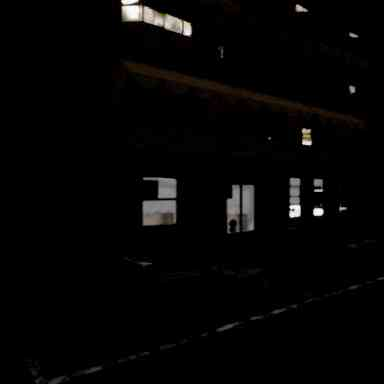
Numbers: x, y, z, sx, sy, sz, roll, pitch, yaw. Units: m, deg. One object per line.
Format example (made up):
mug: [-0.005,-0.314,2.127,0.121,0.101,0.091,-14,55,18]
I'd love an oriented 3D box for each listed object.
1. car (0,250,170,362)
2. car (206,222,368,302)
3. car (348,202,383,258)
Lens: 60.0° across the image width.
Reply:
car: [-2.315,1.581,4.909,4.206,1.307,1.802,0,0,-36]
car: [2.283,1.574,8.190,4.206,1.307,1.802,0,0,-36]
car: [6.881,1.300,11.471,5.009,1.841,2.192,0,0,-36]
